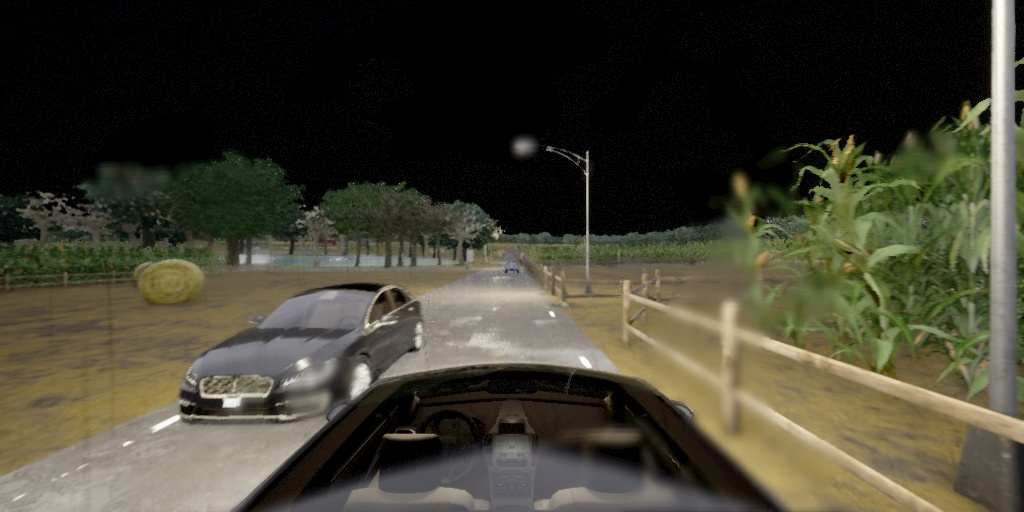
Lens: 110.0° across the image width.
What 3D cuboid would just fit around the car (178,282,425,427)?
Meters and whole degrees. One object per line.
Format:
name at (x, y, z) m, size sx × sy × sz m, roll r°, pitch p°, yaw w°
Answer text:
car at (-2.828, 1.254, 6.072) m, size 1.837 × 1.490 × 4.892 m, roll 0°, pitch 0°, yaw 0°

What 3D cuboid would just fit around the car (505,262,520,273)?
car at (0.027, 1.417, 45.557) m, size 2.033 × 1.411 × 5.357 m, roll 0°, pitch 0°, yaw 1°
